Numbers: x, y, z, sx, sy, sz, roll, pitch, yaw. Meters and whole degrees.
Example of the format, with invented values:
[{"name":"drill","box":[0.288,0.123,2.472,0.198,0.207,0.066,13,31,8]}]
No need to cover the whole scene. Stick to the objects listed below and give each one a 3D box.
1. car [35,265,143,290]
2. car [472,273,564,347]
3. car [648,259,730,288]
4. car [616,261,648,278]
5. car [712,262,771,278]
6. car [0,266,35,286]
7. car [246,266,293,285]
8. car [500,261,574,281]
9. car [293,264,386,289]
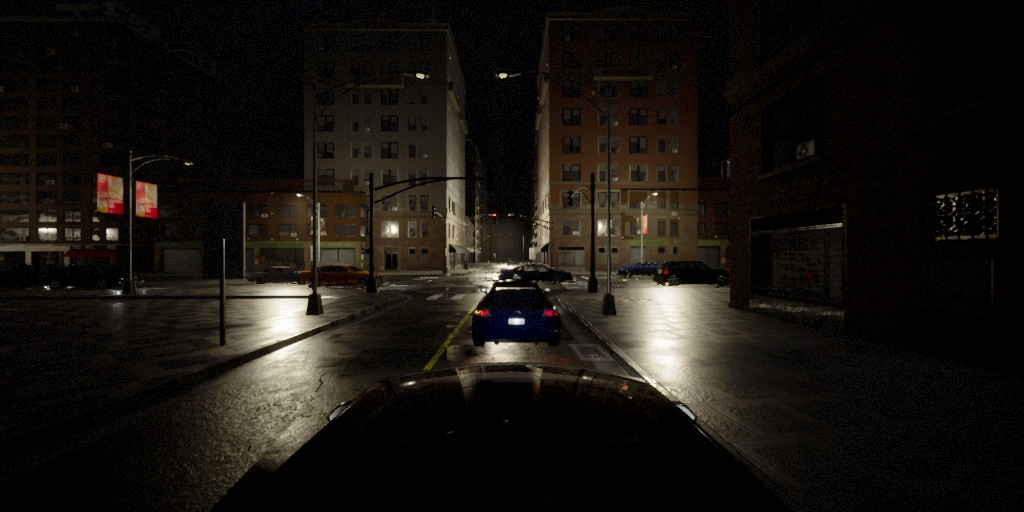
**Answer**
[{"name":"car","box":[-26.278,1.345,22.610,4.892,1.490,1.837,0,0,0]},{"name":"car","box":[0.098,1.313,9.373,1.994,1.385,4.181,0,0,0]},{"name":"car","box":[11.494,1.043,22.784,4.553,1.767,2.097,0,0,0]},{"name":"car","box":[11.866,1.213,32.735,4.674,1.442,1.812,0,0,0]},{"name":"car","box":[20.905,1.221,32.772,4.181,1.385,1.994,0,0,0]},{"name":"car","box":[-34.674,1.431,25.828,4.181,1.385,1.994,0,0,0]},{"name":"car","box":[-16.225,1.403,25.904,4.718,1.301,1.895,0,0,0]},{"name":"car","box":[1.687,1.279,25.991,5.357,1.411,2.033,0,0,0]},{"name":"car","box":[-10.602,1.258,22.683,5.008,1.535,1.882,0,0,0]}]
